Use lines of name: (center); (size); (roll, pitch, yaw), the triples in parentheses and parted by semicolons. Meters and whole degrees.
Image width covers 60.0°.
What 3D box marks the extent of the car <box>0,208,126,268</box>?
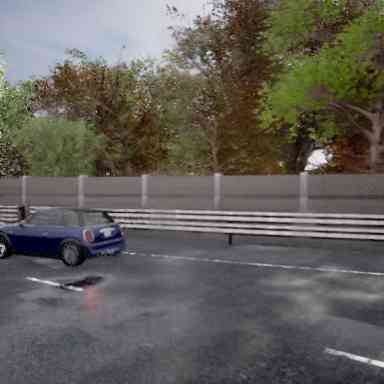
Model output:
car: (-4.555, 1.321, 11.245); (4.553, 1.767, 2.097); (0, 0, 24)
